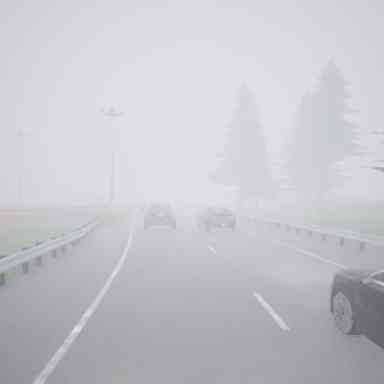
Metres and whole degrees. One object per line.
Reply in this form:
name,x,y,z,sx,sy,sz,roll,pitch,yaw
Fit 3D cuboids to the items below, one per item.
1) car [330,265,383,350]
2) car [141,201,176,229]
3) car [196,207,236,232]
car,3.368,1.522,3.917,2.128,1.511,4.902,0,-1,-2
car,-2.384,1.590,23.785,2.097,1.767,4.553,0,0,-9
car,1.486,1.698,21.667,2.128,1.511,4.902,0,-1,-8
